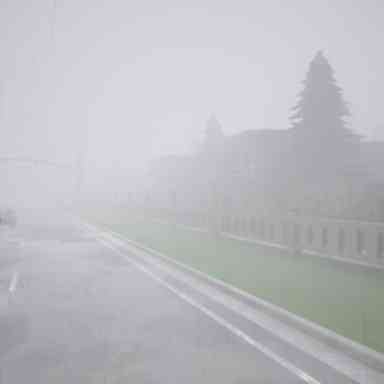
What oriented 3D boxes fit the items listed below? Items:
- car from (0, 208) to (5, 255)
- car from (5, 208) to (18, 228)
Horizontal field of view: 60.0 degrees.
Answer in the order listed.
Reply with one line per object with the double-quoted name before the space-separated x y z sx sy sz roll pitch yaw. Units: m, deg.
"car" -6.664 1.315 9.125 2.150 2.045 5.566 0 -1 -25
"car" -13.818 1.814 24.111 1.994 1.385 4.181 0 -1 -25
